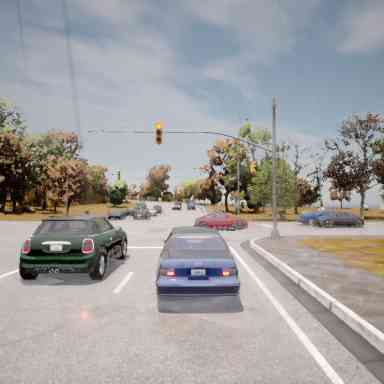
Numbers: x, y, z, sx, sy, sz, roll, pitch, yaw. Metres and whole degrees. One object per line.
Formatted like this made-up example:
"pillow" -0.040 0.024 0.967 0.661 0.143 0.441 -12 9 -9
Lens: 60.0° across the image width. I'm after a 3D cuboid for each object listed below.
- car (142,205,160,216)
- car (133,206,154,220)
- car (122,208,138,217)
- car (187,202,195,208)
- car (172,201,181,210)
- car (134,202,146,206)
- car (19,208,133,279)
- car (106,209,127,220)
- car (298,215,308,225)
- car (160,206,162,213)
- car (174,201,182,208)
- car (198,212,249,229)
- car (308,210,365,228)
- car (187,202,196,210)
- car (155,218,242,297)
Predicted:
"car" -7.180 3.438 57.720 1.812 1.442 4.674 0 -1 0
"car" -7.173 3.163 47.829 2.128 1.511 4.902 0 -2 1
"car" -10.683 3.510 57.512 1.895 1.301 4.718 0 -1 0
"car" -0.248 3.314 87.985 1.994 1.385 4.181 0 0 -3
"car" -3.636 3.546 77.862 1.895 1.301 4.718 0 0 0
"car" -10.620 3.211 68.270 2.150 2.045 5.566 0 0 0
"car" -3.434 1.487 10.543 2.097 1.767 4.553 0 -1 0
"car" -10.715 3.213 47.636 2.033 1.411 5.357 0 -2 -3
"car" 13.190 2.528 33.151 5.008 1.535 1.882 0 -3 -1
"car" -7.131 3.495 68.010 1.837 1.490 4.892 0 0 0
"car" -3.747 3.257 87.894 1.837 1.490 4.892 0 0 -3
"car" 2.251 2.278 25.854 4.181 1.385 1.994 0 -3 1
"car" 13.023 2.453 29.657 4.181 1.385 1.994 0 -3 -2
"car" -0.135 3.474 77.803 1.812 1.442 4.674 0 0 0
"car" 0.077 1.647 8.925 2.033 1.411 5.357 0 -1 -1
